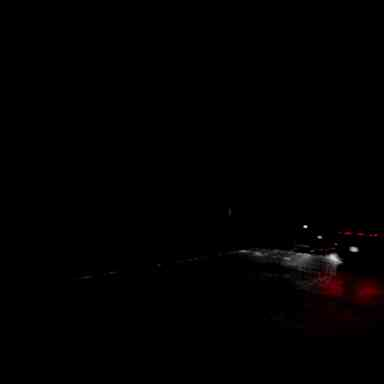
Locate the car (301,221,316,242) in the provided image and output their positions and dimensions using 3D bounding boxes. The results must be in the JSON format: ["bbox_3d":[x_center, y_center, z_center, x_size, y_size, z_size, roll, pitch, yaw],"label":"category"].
[{"bbox_3d":[7.085,1.570,15.349,4.718,1.301,1.895,0,-1,-39],"label":"car"}]

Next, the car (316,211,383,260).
[{"bbox_3d":[6.585,1.434,11.177,4.902,1.511,2.128,0,-1,-39],"label":"car"}]
